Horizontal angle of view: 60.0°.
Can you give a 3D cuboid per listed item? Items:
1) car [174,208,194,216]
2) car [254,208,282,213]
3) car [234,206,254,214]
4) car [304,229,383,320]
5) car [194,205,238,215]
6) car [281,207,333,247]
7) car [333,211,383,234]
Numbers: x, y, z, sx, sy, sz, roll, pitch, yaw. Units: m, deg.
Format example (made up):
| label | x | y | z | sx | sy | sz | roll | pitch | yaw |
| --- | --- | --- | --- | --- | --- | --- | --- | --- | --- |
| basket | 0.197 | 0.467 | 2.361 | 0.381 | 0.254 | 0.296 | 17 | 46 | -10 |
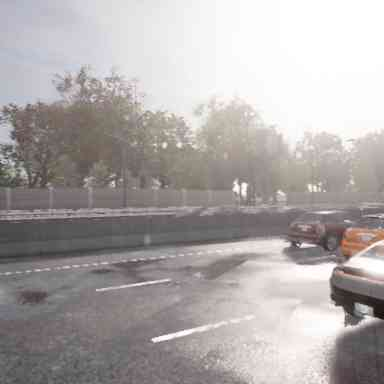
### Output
| label | x | y | z | sx | sy | sz | roll | pitch | yaw |
| --- | --- | --- | --- | --- | --- | --- | --- | --- | --- |
| car | 0.669 | 2.408 | 36.662 | 5.357 | 1.411 | 2.033 | 0 | -2 | -30 |
| car | 8.192 | 2.082 | 28.906 | 5.008 | 1.535 | 1.882 | 0 | -2 | -30 |
| car | 6.526 | 2.257 | 31.981 | 4.181 | 1.385 | 1.994 | 0 | -2 | -30 |
| car | 4.745 | 1.601 | 6.368 | 4.902 | 1.511 | 2.128 | 0 | -2 | -30 |
| car | 2.999 | 2.126 | 33.974 | 4.553 | 1.767 | 2.097 | 0 | -2 | -30 |
| car | 6.763 | 1.660 | 15.672 | 4.553 | 1.767 | 2.097 | 0 | -2 | -30 |
| car | 7.627 | 1.568 | 12.124 | 4.553 | 1.767 | 2.097 | 0 | -2 | -30 |
